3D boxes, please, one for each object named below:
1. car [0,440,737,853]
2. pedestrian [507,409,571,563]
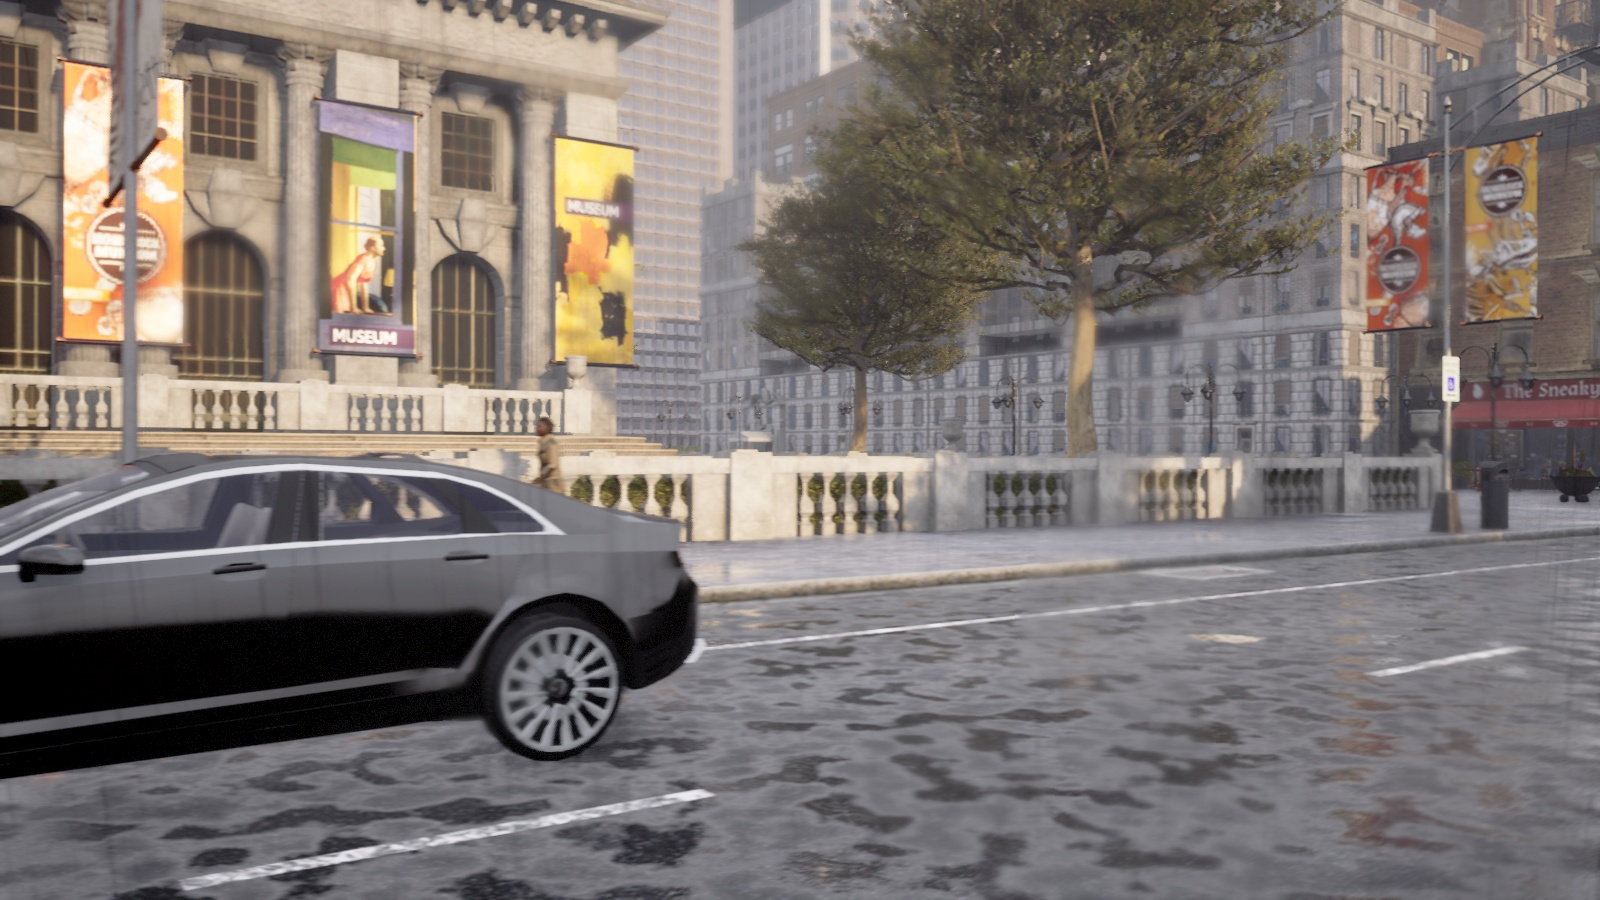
[{"bbox_3d":[-2.938,0.723,5.881,4.902,1.511,2.128,0,0,-35],"label":"car"},{"bbox_3d":[-3.333,0.448,16.041,0.692,1.930,0.396,0,0,-38],"label":"pedestrian"}]
